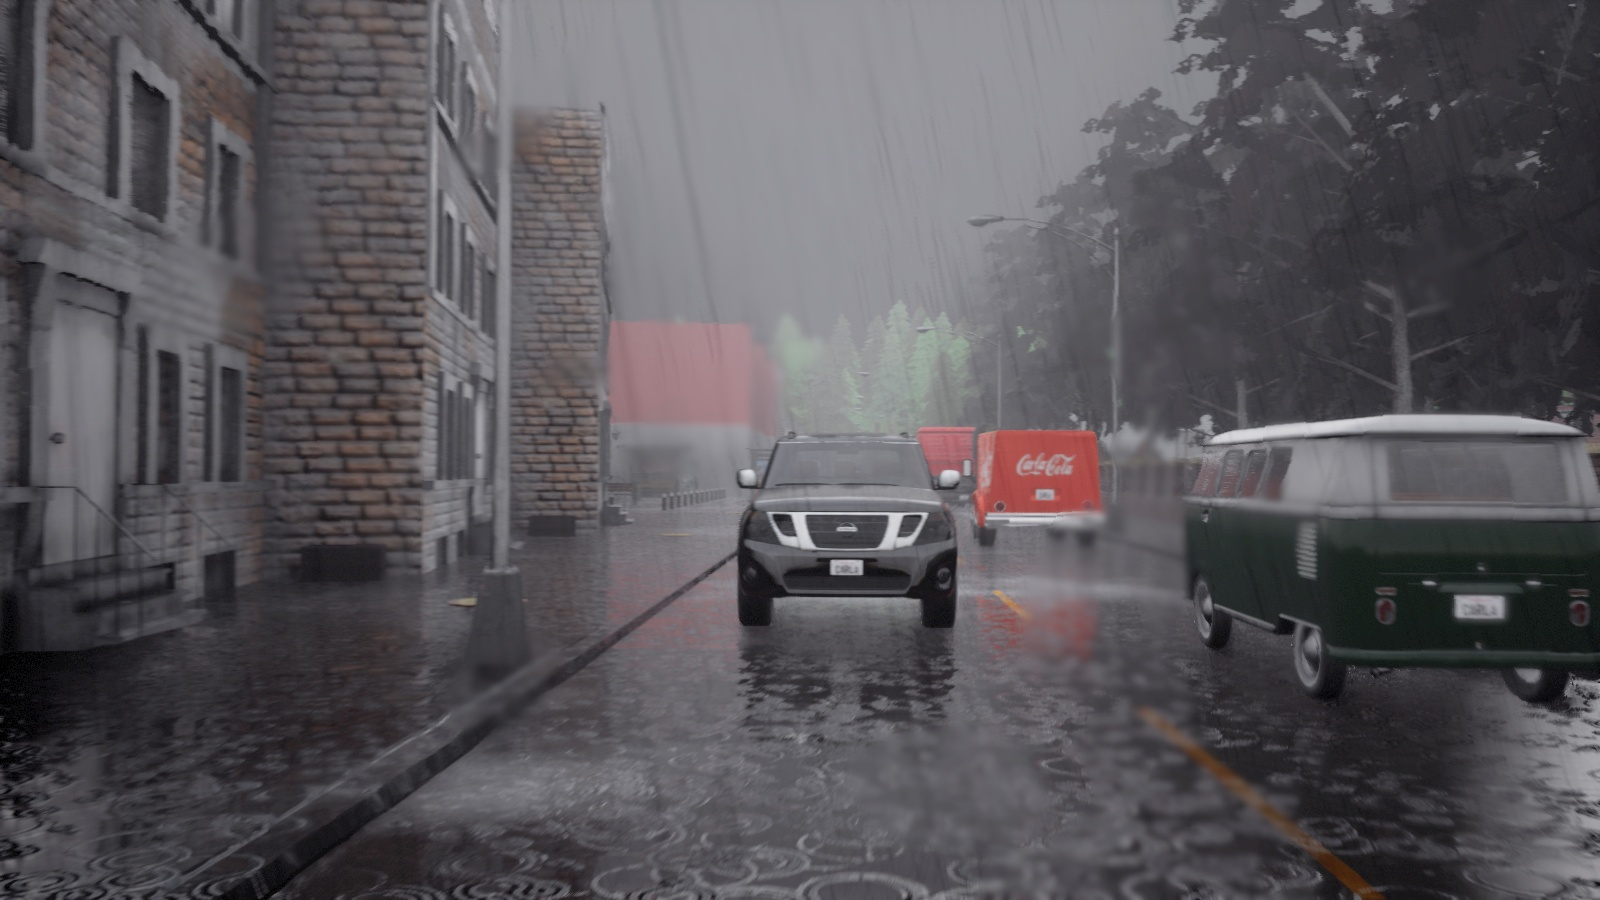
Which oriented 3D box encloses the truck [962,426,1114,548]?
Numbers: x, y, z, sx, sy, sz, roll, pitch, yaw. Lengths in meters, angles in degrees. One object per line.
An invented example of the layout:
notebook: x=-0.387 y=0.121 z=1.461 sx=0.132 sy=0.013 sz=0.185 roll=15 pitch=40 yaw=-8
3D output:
truck: x=5.187 y=0.802 z=28.211 sx=2.627 sy=2.467 sz=5.204 roll=0 pitch=-1 yaw=2

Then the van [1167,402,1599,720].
van: x=4.408 y=0.731 z=10.098 sx=1.775 sy=1.987 sz=4.442 roll=0 pitch=-1 yaw=3

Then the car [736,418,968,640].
car: x=0.594 y=0.781 z=14.450 sx=2.150 sy=2.045 sz=5.566 roll=0 pitch=-1 yaw=2

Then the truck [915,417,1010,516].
truck: x=6.027 y=0.641 z=47.733 sx=2.891 sy=3.462 sz=7.936 roll=0 pitch=-1 yaw=3
